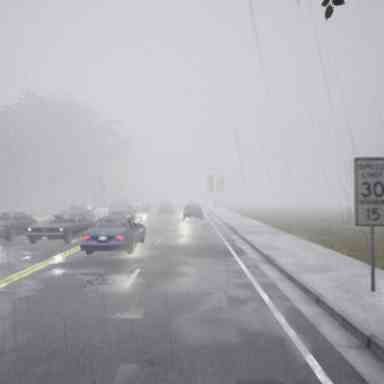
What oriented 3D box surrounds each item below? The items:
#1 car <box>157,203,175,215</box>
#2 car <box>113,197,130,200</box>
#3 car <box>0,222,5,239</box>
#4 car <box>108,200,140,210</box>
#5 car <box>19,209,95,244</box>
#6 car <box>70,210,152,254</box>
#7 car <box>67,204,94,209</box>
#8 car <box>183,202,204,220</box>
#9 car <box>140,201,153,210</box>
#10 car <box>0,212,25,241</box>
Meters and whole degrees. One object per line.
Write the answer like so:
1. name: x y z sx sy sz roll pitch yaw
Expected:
1. car: -3.161 1.986 40.560 2.033 1.411 5.357 0 -1 0
2. car: -9.762 1.732 45.464 2.150 2.045 5.566 0 -1 0
3. car: -6.600 1.629 7.129 2.033 1.411 5.357 0 -1 0
4. car: -6.532 1.821 31.472 1.882 1.535 5.008 0 -1 0
5. car: -6.598 1.792 17.120 1.895 1.301 4.718 0 -1 0
6. car: -3.153 1.707 14.257 2.033 1.411 5.357 0 -1 0
7. car: -9.807 1.804 28.742 2.128 1.511 4.902 0 0 1
8. car: 0.091 1.947 31.611 1.895 1.301 4.718 0 -1 0
9. car: -6.512 1.987 45.435 2.128 1.511 4.902 0 -1 0
10. car: -9.843 1.761 17.709 1.994 1.385 4.181 0 -1 0
